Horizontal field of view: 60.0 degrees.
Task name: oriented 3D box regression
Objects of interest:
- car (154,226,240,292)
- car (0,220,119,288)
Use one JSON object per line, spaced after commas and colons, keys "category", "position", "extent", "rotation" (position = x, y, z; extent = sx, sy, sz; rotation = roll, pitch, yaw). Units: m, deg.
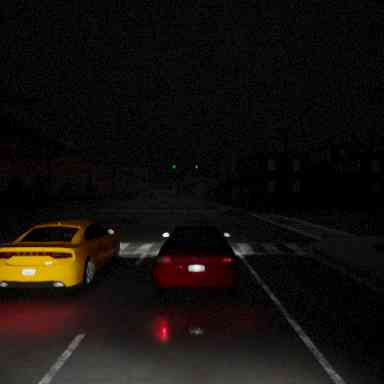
{"category": "car", "position": [0.123, 1.611, 9.097], "extent": [1.994, 1.385, 4.181], "rotation": [0, 0, 1]}
{"category": "car", "position": [-3.399, 1.527, 9.409], "extent": [1.882, 1.535, 5.008], "rotation": [0, 0, 0]}
